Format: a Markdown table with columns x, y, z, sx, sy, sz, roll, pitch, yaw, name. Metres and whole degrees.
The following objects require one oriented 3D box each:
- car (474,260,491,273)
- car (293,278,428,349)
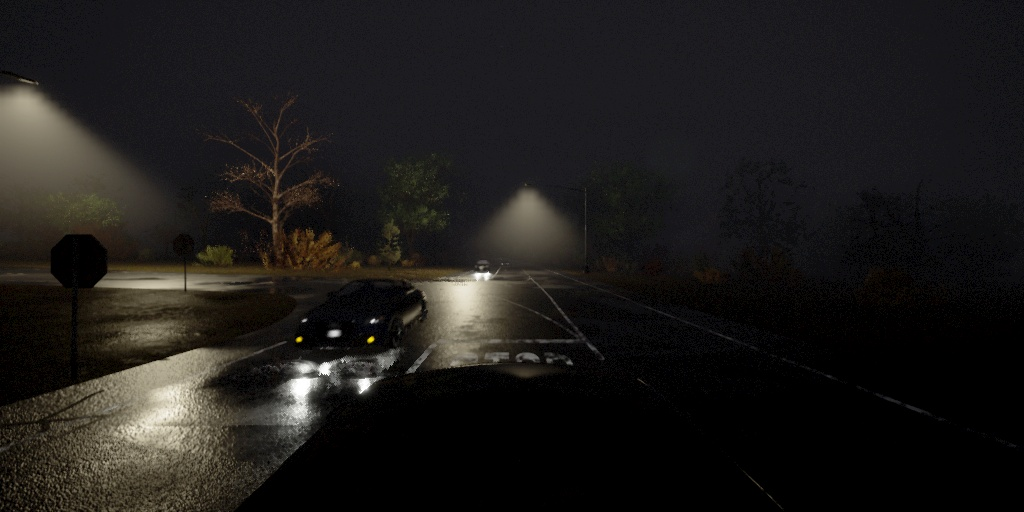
| x | y | z | sx | sy | sz | roll | pitch | yaw | name |
| --- | --- | --- | --- | --- | --- | --- | --- | --- | --- |
| -3.595 | 1.258 | 44.741 | 2.128 | 1.511 | 4.902 | 0 | 0 | 0 | car |
| -3.500 | 1.276 | 9.052 | 1.994 | 1.385 | 4.181 | 0 | 2 | 0 | car |
